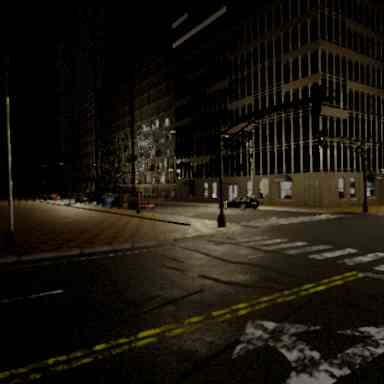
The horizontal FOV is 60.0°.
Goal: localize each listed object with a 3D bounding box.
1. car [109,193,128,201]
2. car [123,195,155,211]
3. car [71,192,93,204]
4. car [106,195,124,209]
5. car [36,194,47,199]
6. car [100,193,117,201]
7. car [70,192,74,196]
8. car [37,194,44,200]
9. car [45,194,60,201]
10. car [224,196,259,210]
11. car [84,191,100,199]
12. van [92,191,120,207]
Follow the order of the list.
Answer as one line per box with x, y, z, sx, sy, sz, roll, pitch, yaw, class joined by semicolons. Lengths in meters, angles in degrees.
-14.060;1.001;63.444;2.008;1.369;4.403;-2;1;-34;car
-5.552;1.346;35.969;1.802;1.307;4.206;-2;1;-34;car
-17.780;1.222;54.301;1.752;1.417;4.829;-2;1;-34;car
-8.632;1.330;40.588;1.802;1.307;4.206;-2;1;-34;car
-39.316;1.132;86.853;1.802;1.307;4.206;-2;1;-34;car
-17.137;0.976;68.056;1.887;1.381;4.507;-2;1;-34;car
-29.441;0.900;86.505;2.008;1.369;4.403;-2;1;-34;car
-36.236;1.138;82.235;1.947;1.339;4.313;-2;1;-34;car
-30.195;1.163;72.917;1.887;1.381;4.507;-2;1;-34;car
5.103;1.124;34.567;1.947;1.339;4.313;-2;1;-34;car
-23.293;0.707;77.277;2.192;1.841;5.009;-2;1;-34;car
-11.717;1.072;45.203;1.690;1.788;3.998;-2;1;-34;van
